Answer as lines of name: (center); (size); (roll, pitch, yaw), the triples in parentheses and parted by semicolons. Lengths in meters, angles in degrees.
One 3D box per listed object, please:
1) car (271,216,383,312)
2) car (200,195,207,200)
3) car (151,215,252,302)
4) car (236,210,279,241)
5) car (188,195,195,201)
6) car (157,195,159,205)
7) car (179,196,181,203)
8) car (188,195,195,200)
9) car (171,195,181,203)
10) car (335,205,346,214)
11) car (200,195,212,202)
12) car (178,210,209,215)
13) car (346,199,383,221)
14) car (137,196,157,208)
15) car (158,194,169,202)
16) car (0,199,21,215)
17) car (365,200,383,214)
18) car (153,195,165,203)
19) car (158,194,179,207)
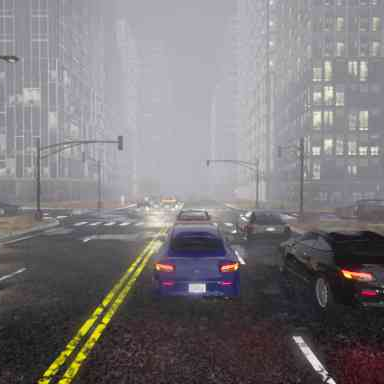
car: (3.340, 1.522, 7.571); (1.812, 1.442, 4.674); (0, 0, 0)
car: (3.115, 1.460, 90.632); (1.994, 1.385, 4.181); (0, 0, 0)
car: (0.089, 1.522, 8.136); (1.812, 1.442, 4.674); (0, 0, 0)
car: (3.330, 1.555, 16.140); (1.994, 1.385, 4.181); (0, 0, -1)
car: (-0.117, 1.466, 78.940); (2.033, 1.411, 5.357); (0, 0, 0)
car: (-6.666, 1.460, 57.539); (1.837, 1.490, 4.892); (0, 0, 0)
car: (-3.414, 1.554, 58.578); (1.895, 1.301, 4.718); (0, 0, 0)
car: (-0.132, 1.505, 89.096); (1.895, 1.301, 4.718); (0, 0, 0)
car: (-3.353, 1.418, 69.106); (1.882, 1.535, 5.008); (0, 0, 0)
car: (16.744, 1.680, 33.661); (4.181, 1.385, 1.994); (1, 1, 1)
car: (3.214, 1.537, 70.800); (1.895, 1.301, 4.718); (0, 0, 0)
car: (0.077, 1.591, 17.302); (1.895, 1.301, 4.718); (0, 0, 0)
car: (16.161, 1.520, 27.883); (5.009, 1.841, 2.192); (1, 0, 1)
car: (-6.668, 1.513, 47.801); (2.033, 1.411, 5.357); (0, 0, 0)
car: (-6.614, 1.285, 76.818); (2.097, 1.767, 4.553); (0, 0, 0)
car: (-18.506, 1.358, 30.974); (4.892, 1.490, 1.837); (1, 1, 2)
car: (21.757, 1.643, 36.178); (4.829, 1.417, 1.752); (1, 0, 1)
car: (-6.623, 1.448, 66.893); (1.837, 1.490, 4.892); (0, 0, 0)
car: (-3.416, 1.442, 49.199); (1.882, 1.535, 5.008); (0, 0, 0)
